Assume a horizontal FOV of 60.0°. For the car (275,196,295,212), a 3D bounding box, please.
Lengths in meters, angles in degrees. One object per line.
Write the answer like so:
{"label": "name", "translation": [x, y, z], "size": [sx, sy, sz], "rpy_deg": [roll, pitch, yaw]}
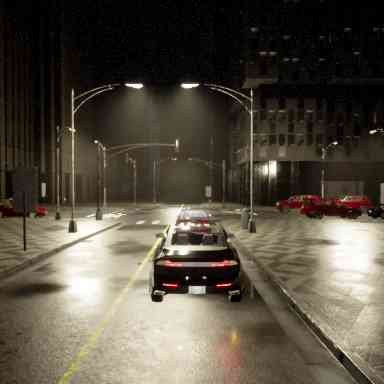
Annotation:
{"label": "car", "translation": [12.041, 1.324, 37.659], "size": [5.009, 1.841, 2.192], "rpy_deg": [0, 1, 0]}

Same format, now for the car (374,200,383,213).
{"label": "car", "translation": [23.326, 1.633, 37.716], "size": [4.313, 1.339, 1.947], "rpy_deg": [0, 1, 0]}

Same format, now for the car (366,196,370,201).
{"label": "car", "translation": [17.685, 1.352, 37.686], "size": [5.009, 1.841, 2.192], "rpy_deg": [0, 1, 0]}

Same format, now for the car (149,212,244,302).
{"label": "car", "translation": [0.085, 1.490, 8.213], "size": [2.128, 1.511, 4.902], "rpy_deg": [0, 0, 0]}

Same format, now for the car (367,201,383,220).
{"label": "car", "translation": [17.714, 1.741, 29.165], "size": [4.313, 1.339, 1.947], "rpy_deg": [0, 1, 0]}

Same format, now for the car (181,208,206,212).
{"label": "car", "translation": [0.070, 1.550, 17.923], "size": [2.033, 1.411, 5.357], "rpy_deg": [0, 0, 0]}

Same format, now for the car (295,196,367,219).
{"label": "car", "translation": [12.072, 1.462, 29.135], "size": [5.009, 1.841, 2.192], "rpy_deg": [0, 1, 0]}

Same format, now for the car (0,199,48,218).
{"label": "car", "translation": [-14.969, 1.566, 29.009], "size": [4.507, 1.381, 1.887], "rpy_deg": [0, 1, 0]}
